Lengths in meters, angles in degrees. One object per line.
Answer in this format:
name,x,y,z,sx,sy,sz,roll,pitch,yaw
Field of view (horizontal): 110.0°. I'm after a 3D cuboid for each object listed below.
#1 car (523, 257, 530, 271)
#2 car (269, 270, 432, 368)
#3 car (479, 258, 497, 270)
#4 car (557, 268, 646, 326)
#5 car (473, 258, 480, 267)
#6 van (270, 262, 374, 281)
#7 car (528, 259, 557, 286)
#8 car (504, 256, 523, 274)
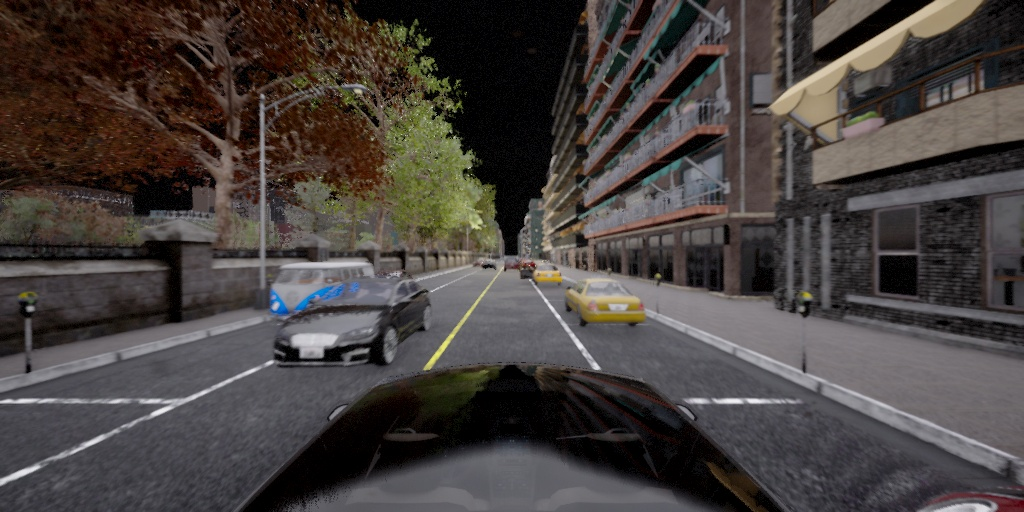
car,2.701,1.235,56.279,1.888,1.381,4.507,0,0,0
car,-3.098,1.231,7.997,2.128,1.511,4.902,0,0,0
car,-3.067,1.295,49.384,1.895,1.301,4.718,0,0,0
car,2.694,1.260,11.406,1.751,1.417,4.829,0,0,0
car,-5.679,1.128,61.910,1.967,1.591,4.097,0,0,0
van,-5.687,1.076,11.237,1.690,1.789,3.998,0,0,0
car,2.354,1.173,25.078,1.801,1.575,5.366,0,0,0
car,0.030,1.048,46.815,2.097,1.767,4.553,0,0,0
